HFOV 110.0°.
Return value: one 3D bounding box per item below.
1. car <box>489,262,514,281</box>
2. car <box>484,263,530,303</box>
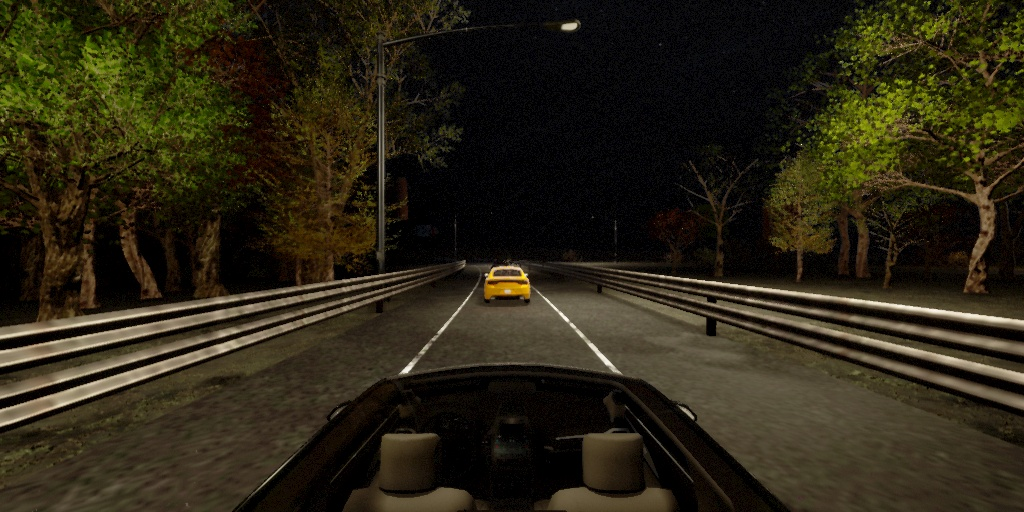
[{"bbox_3d":[-1.010,1.306,31.627,2.033,1.411,5.357,0,0,-4],"label":"car"},{"bbox_3d":[-0.253,1.229,16.583,1.882,1.535,5.008,0,0,-2],"label":"car"}]
